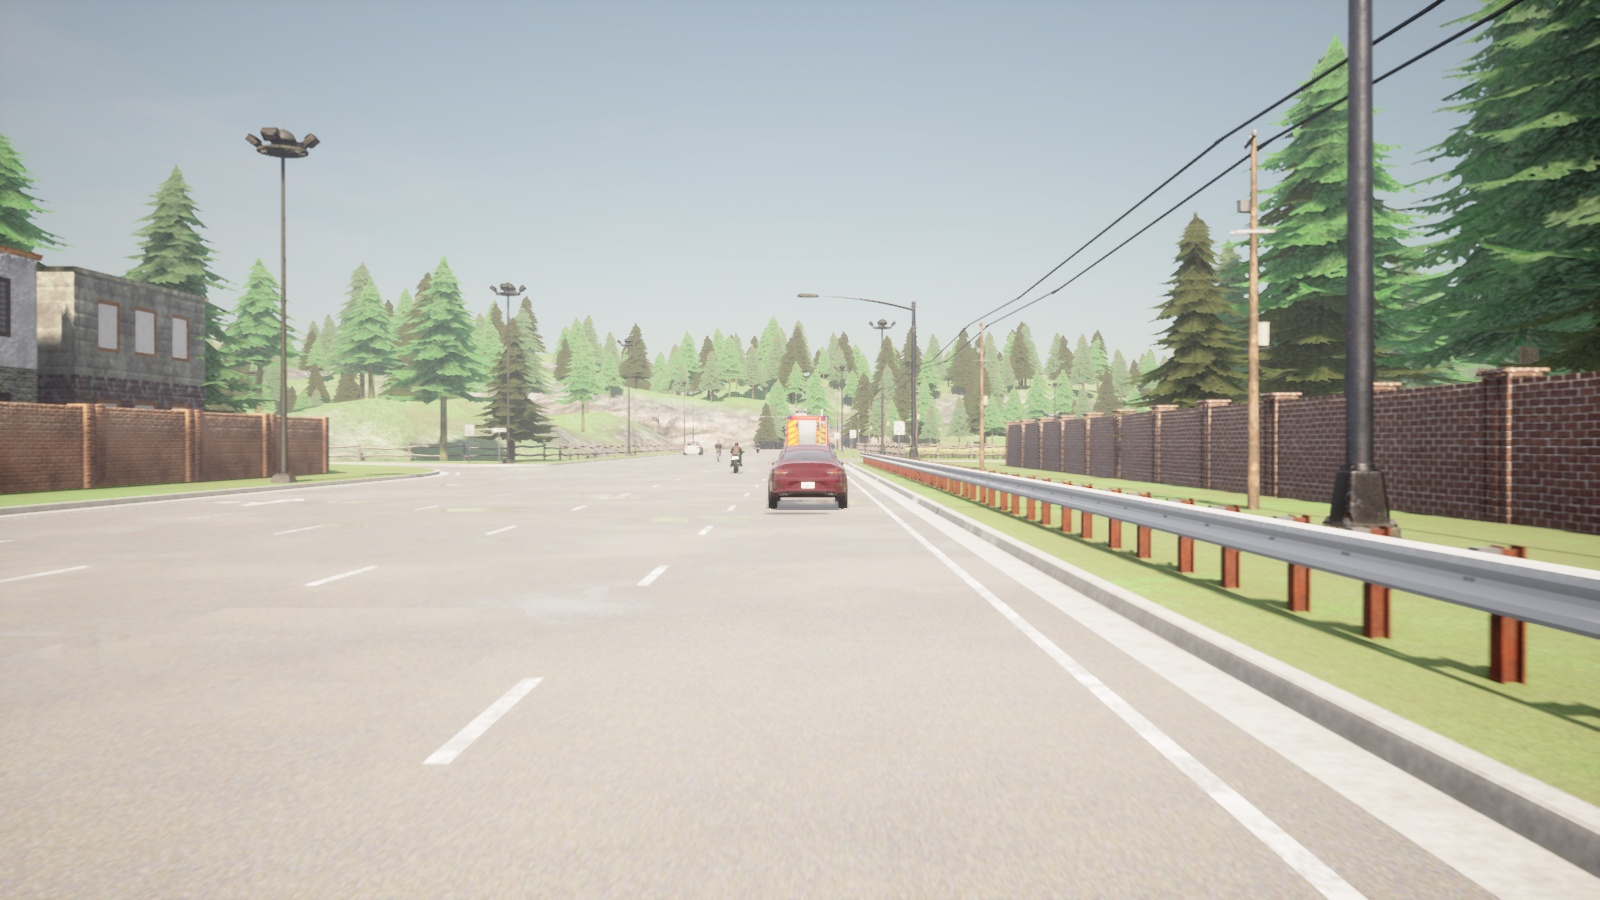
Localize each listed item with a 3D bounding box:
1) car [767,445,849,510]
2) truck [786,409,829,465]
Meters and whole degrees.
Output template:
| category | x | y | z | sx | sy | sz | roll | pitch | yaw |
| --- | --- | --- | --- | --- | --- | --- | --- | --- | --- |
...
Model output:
| category | x | y | z | sx | sy | sz | roll | pitch | yaw |
| --- | --- | --- | --- | --- | --- | --- | --- | --- | --- |
| car | 0.187 | 0.603 | 30.120 | 1.812 | 1.442 | 4.674 | 0 | 0 | 0 |
| truck | 0.528 | -0.923 | 89.582 | 2.891 | 3.827 | 8.468 | 0 | 0 | 0 |
